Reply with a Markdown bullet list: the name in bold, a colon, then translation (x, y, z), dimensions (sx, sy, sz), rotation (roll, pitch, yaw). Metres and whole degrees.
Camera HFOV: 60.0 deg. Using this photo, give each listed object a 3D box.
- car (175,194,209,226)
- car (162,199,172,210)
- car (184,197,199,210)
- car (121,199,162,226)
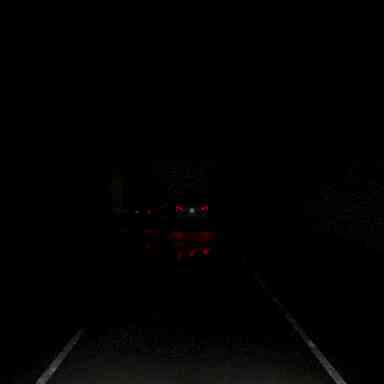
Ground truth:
- **car**: translation (-0.006, 1.167, 22.744), dimensions (2.150, 2.045, 5.566), rotation (0, 0, 0)
- **car**: translation (-3.588, 1.500, 41.774), dimensions (1.895, 1.301, 4.718), rotation (0, 0, 0)
- **car**: translation (-0.098, 1.421, 42.343), dimensions (1.812, 1.442, 4.674), rotation (0, 0, 0)
- **car**: translation (-3.503, 1.297, 23.222), dimensions (2.097, 1.767, 4.553), rotation (0, 0, 0)
